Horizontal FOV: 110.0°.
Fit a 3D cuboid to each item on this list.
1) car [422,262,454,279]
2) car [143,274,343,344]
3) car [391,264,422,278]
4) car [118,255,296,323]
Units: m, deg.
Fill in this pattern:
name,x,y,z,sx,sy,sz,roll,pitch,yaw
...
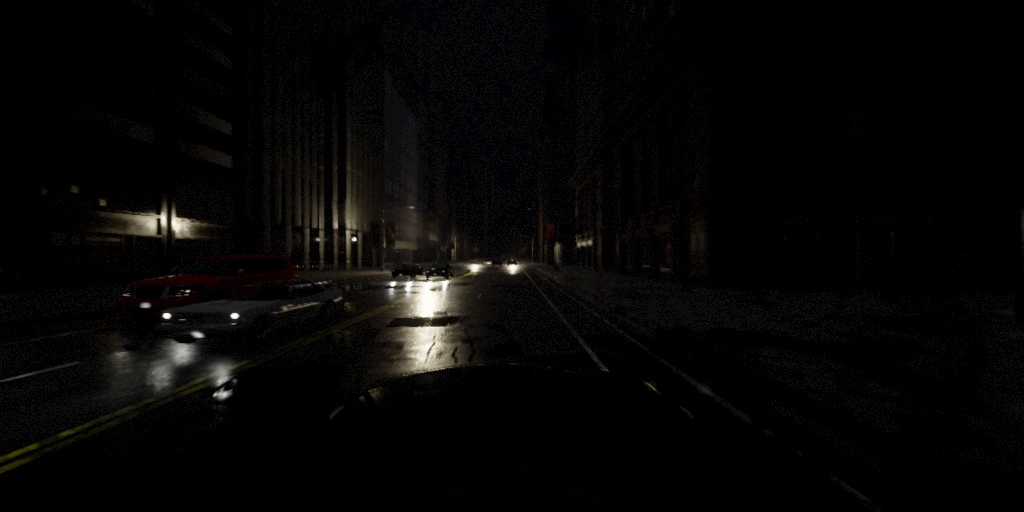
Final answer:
name,x,y,z,sx,sy,sz,roll,pitch,yaw
car,-6.527,1.290,32.781,1.812,1.442,4.674,0,0,1
car,-6.589,1.348,9.735,1.895,1.301,4.718,0,0,0
car,-9.767,1.367,33.785,1.895,1.301,4.718,0,0,1
car,-9.834,0.968,12.401,2.150,2.045,5.566,0,0,0
